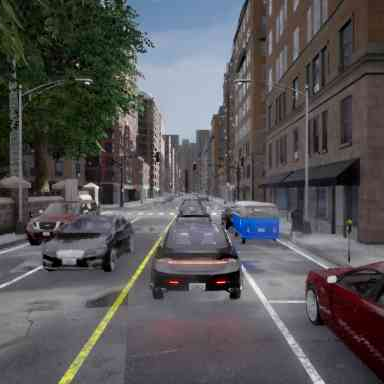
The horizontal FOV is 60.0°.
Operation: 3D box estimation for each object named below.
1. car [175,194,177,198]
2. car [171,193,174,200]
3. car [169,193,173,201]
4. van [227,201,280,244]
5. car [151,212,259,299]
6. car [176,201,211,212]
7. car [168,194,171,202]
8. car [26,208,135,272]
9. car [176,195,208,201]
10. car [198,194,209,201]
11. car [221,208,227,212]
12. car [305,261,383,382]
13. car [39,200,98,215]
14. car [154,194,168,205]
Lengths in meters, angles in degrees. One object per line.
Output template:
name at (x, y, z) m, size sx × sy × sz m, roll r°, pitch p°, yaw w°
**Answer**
car at (-5.709, 1.496, 86.408) m, size 2.008 × 1.369 × 4.403 m, roll 0°, pitch 0°, yaw 0°
car at (-5.704, 1.491, 75.506) m, size 1.887 × 1.381 × 4.507 m, roll 0°, pitch 0°, yaw 0°
car at (-5.702, 1.493, 70.055) m, size 1.887 × 1.381 × 4.507 m, roll 0°, pitch 0°, yaw 0°
van at (2.848, 1.336, 15.509) m, size 1.690 × 1.788 × 3.998 m, roll 0°, pitch 0°, yaw 0°
car at (0.096, 1.490, 8.409) m, size 2.128 × 1.511 × 4.902 m, roll 0°, pitch 0°, yaw 0°
car at (0.090, 1.485, 18.348) m, size 2.128 × 1.511 × 4.902 m, roll 0°, pitch 0°, yaw 0°
car at (-5.699, 1.502, 64.604) m, size 2.008 × 1.369 × 4.403 m, roll 0°, pitch 0°, yaw 0°
car at (-3.098, 1.489, 10.851) m, size 2.128 × 1.511 × 4.902 m, roll 0°, pitch 0°, yaw 0°
car at (-0.014, 1.338, 27.526) m, size 2.097 × 1.767 × 4.553 m, roll 0°, pitch 0°, yaw 0°
car at (2.820, 1.386, 75.546) m, size 1.967 × 1.590 × 4.097 m, roll 0°, pitch 0°, yaw 0°
car at (2.846, 1.557, 21.169) m, size 1.947 × 1.339 × 4.313 m, roll 0°, pitch 0°, yaw 0°
car at (2.853, 1.544, 4.188) m, size 1.887 × 1.381 × 4.507 m, roll 0°, pitch 0°, yaw 0°
car at (-5.677, 1.310, 15.465) m, size 2.192 × 1.841 × 5.009 m, roll 0°, pitch 0°, yaw 0°
car at (-5.697, 1.480, 58.984) m, size 1.752 × 1.417 × 4.829 m, roll 0°, pitch 0°, yaw 0°
